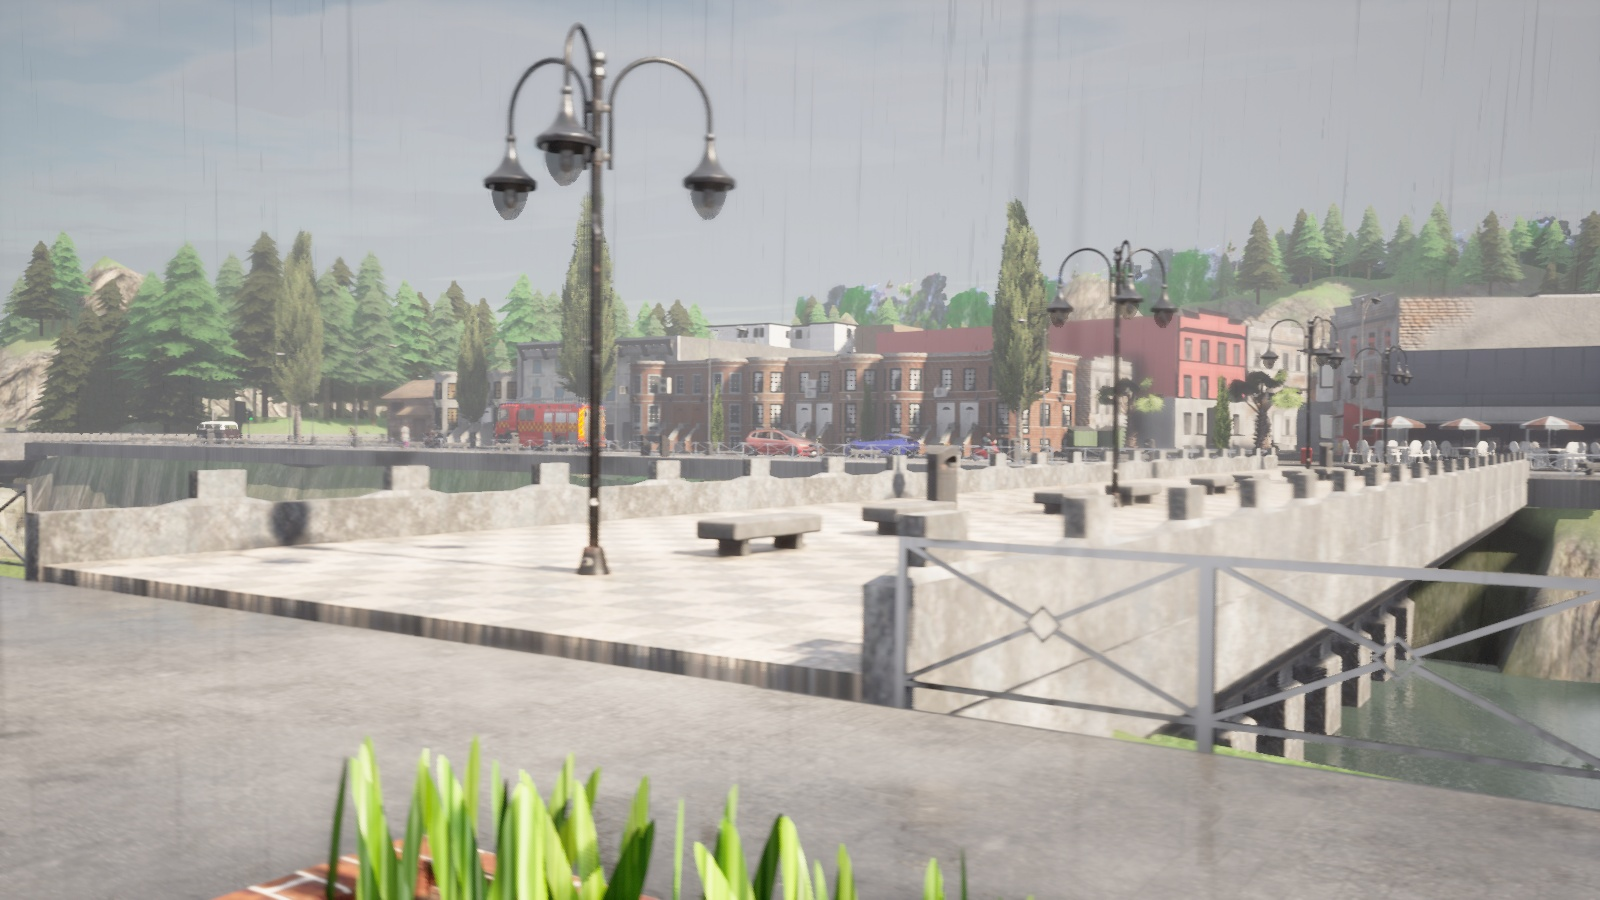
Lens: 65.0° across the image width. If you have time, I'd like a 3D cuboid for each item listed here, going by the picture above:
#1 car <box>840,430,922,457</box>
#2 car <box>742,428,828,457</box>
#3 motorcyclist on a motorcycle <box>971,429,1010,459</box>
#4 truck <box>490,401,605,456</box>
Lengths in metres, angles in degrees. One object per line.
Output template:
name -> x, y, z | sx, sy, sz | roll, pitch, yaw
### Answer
car -> 4.839, -0.390, 75.040 | 4.514, 1.525, 2.007 | 0, 1, 34
car -> -0.896, -0.427, 74.046 | 4.611, 1.667, 2.242 | 0, 1, 34
motorcyclist on a motorcycle -> 10.126, -0.318, 66.730 | 1.817, 1.590, 0.866 | 0, 1, 34
truck -> -18.234, -1.501, 90.337 | 8.468, 3.827, 2.891 | 0, 1, 34
